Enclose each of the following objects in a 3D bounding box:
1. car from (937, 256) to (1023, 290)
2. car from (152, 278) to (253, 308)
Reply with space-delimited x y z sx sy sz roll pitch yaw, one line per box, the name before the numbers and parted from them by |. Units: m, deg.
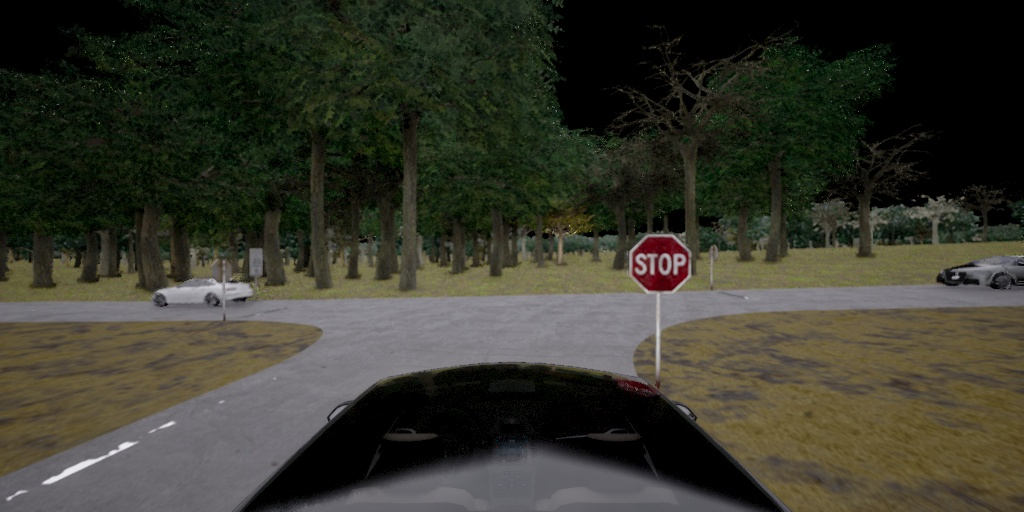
car | 21.388 0.679 15.511 4.181 1.385 1.994 -2 0 5
car | -16.152 1.853 18.828 4.674 1.442 1.812 -1 0 5
